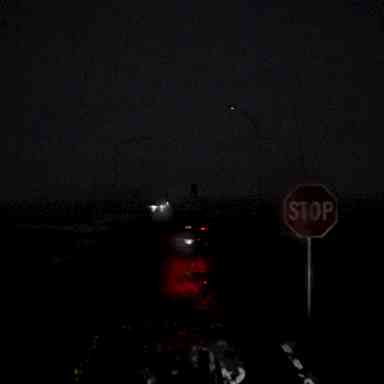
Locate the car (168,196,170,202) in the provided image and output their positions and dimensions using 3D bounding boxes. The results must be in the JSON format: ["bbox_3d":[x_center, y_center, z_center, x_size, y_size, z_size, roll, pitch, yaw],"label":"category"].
[{"bbox_3d":[-5.310,1.145,63.423,1.837,1.490,4.892,0,0,-1],"label":"car"}]

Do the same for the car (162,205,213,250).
[{"bbox_3d":[-0.180,1.410,13.867,1.837,1.490,4.892,0,1,-2],"label":"car"}]

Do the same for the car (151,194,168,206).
[{"bbox_3d":[-4.879,1.276,48.620,1.994,1.385,4.181,0,0,-3],"label":"car"}]
